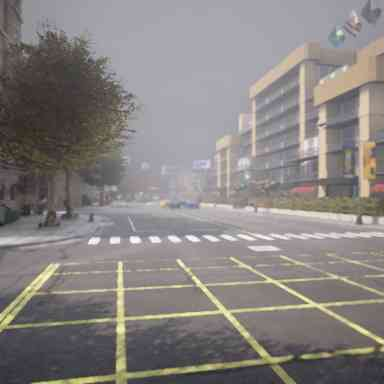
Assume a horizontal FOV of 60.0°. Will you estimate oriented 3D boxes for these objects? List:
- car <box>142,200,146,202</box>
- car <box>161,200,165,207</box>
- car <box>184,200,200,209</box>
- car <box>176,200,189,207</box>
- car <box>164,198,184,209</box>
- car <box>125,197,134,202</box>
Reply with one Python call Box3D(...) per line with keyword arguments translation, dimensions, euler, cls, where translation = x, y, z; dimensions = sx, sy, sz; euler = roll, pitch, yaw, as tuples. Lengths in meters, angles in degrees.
Box3D(translation=(-13.905, 2.652, 93.125), dimensions=(1.895, 1.301, 4.718), euler=(0, -1, -12), cls="car")
Box3D(translation=(-5.480, 2.464, 70.945), dimensions=(1.882, 1.535, 5.008), euler=(0, -1, -12), cls="car")
Box3D(translation=(0.057, 2.409, 61.995), dimensions=(1.882, 1.535, 5.008), euler=(0, -1, -12), cls="car")
Box3D(translation=(-2.064, 2.516, 71.705), dimensions=(1.837, 1.490, 4.892), euler=(0, -1, -12), cls="car")
Box3D(translation=(-3.363, 2.408, 61.248), dimensions=(1.837, 1.490, 4.892), euler=(0, -1, -12), cls="car")
Box3D(translation=(-17.322, 2.254, 92.384), dimensions=(2.150, 2.045, 5.566), euler=(0, -1, -12), cls="car")
